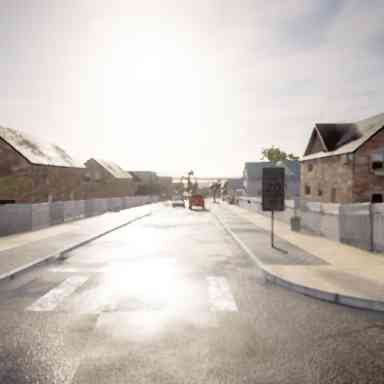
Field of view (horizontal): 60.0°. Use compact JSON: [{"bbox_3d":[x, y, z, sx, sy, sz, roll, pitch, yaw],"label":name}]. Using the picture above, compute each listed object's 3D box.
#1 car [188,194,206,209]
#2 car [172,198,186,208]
[{"bbox_3d":[0.688,1.281,45.554,2.150,2.045,5.566,0,0,2],"label":"car"},{"bbox_3d":[-1.935,1.621,49.789,2.033,1.411,5.357,0,0,2],"label":"car"}]
